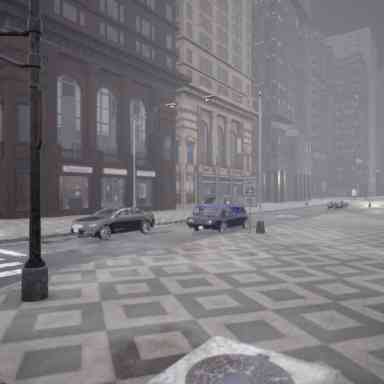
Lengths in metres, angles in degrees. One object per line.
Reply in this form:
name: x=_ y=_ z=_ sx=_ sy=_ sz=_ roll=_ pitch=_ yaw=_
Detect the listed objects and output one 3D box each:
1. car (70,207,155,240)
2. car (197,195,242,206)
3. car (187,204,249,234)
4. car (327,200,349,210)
car: x=-3.995 y=1.533 z=17.409 sx=2.128 sy=1.511 sz=4.902 roll=0 pitch=0 yaw=34
car: x=2.253 y=1.295 z=26.135 sx=2.150 sy=2.045 sz=5.566 roll=0 pitch=0 yaw=35
car: x=1.777 y=1.653 z=19.963 sx=1.895 sy=1.301 sz=4.718 roll=0 pitch=0 yaw=36
car: x=20.027 y=1.740 z=45.482 sx=1.895 sy=1.301 sz=4.718 roll=0 pitch=0 yaw=36
